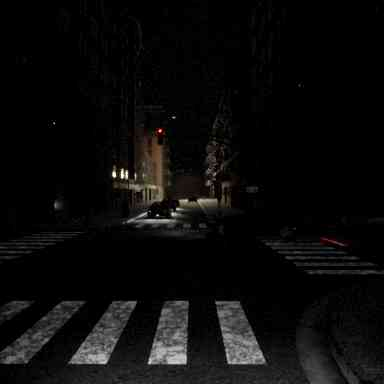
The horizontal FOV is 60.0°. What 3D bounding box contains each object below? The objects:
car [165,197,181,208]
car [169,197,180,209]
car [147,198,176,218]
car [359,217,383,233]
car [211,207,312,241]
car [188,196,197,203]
[{"bbox_3d":[-2.837,1.474,50.230,2.128,1.511,4.902,0,0,0],"label":"car"},{"bbox_3d":[-2.837,1.481,40.029,2.128,1.511,4.902,0,0,0],"label":"car"},{"bbox_3d":[-2.841,1.541,30.207,2.033,1.411,5.357,0,0,0],"label":"car"},{"bbox_3d":[11.636,1.554,17.902,4.829,1.417,1.752,0,0,0],"label":"car"},{"bbox_3d":[3.407,1.493,16.777,5.008,1.535,1.882,0,1,25],"label":"car"},{"bbox_3d":[0.109,1.490,69.999,1.812,1.442,4.674,0,0,0],"label":"car"}]
